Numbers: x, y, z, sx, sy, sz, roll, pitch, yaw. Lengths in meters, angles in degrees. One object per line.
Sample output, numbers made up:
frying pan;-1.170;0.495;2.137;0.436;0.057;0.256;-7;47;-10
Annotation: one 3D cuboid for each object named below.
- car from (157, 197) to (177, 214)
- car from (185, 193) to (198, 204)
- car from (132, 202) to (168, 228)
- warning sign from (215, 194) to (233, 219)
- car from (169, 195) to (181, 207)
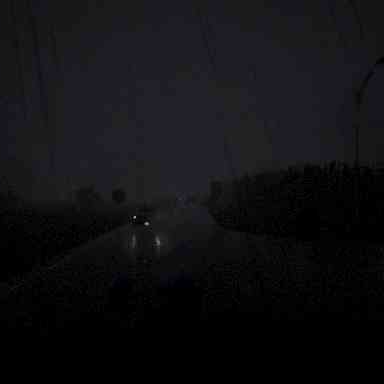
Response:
car;-2.918;1.489;33.558;1.994;1.385;4.181;0;0;0
car;-0.115;1.196;57.618;2.097;1.767;4.553;0;0;0
car;-2.757;1.554;21.814;1.895;1.301;4.718;0;0;-3
warning sign;2.398;1.061;25.216;1.300;1.860;1.060;0;0;0
car;-2.934;1.390;46.531;1.837;1.490;4.892;0;0;0
